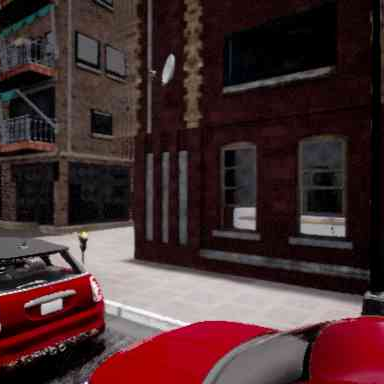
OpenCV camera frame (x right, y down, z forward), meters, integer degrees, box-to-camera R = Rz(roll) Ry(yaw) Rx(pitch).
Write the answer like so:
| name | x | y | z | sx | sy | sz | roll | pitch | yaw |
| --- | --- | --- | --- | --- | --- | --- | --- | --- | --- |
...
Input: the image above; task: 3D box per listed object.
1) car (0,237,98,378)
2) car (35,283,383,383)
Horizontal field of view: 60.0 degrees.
| name | x | y | z | sx | sy | sz | roll | pitch | yaw |
| --- | --- | --- | --- | --- | --- | --- | --- | --- | --- |
| car | -3.303 | 1.435 | 5.224 | 4.097 | 1.590 | 1.967 | 0 | 0 | 36 |
| car | 1.197 | 1.545 | 2.014 | 4.507 | 1.381 | 1.887 | 0 | 0 | 36 |
